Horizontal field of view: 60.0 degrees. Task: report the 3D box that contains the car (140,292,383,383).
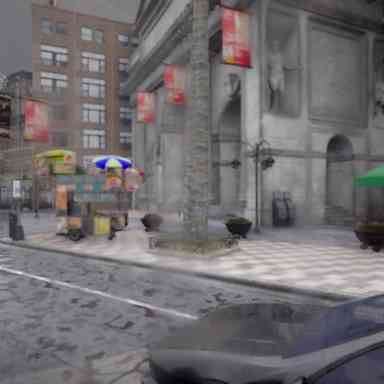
[{"bbox_3d":[2.102,1.542,2.450,5.357,1.411,2.033,0,0,35],"label":"car"}]
